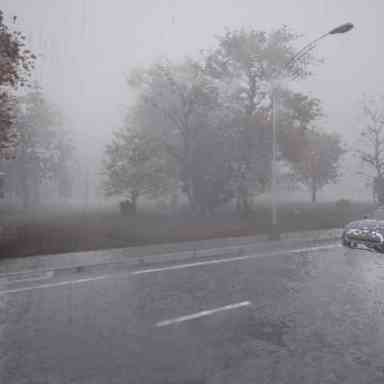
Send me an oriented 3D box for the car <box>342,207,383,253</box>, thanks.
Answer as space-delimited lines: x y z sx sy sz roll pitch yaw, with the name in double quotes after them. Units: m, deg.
7.937 1.325 12.820 4.553 1.767 2.097 0 0 -29 "car"
